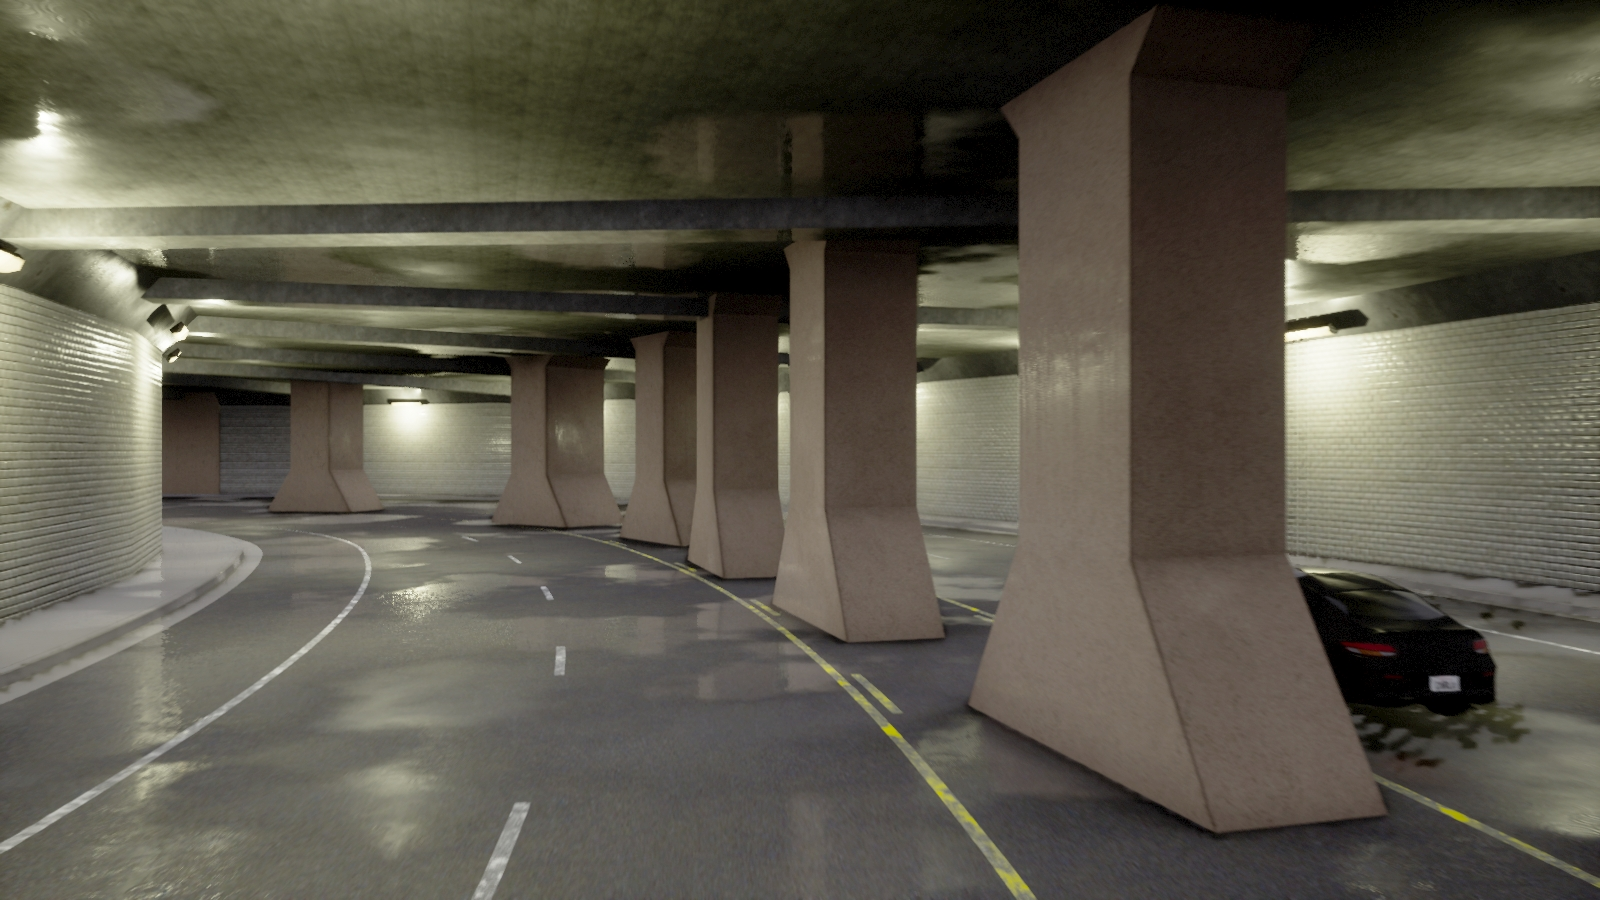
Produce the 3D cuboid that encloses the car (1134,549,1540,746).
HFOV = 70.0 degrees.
[{"bbox_3d":[5.856,2.080,13.270,2.002,1.442,4.674,0,0,-9],"label":"car"}]
